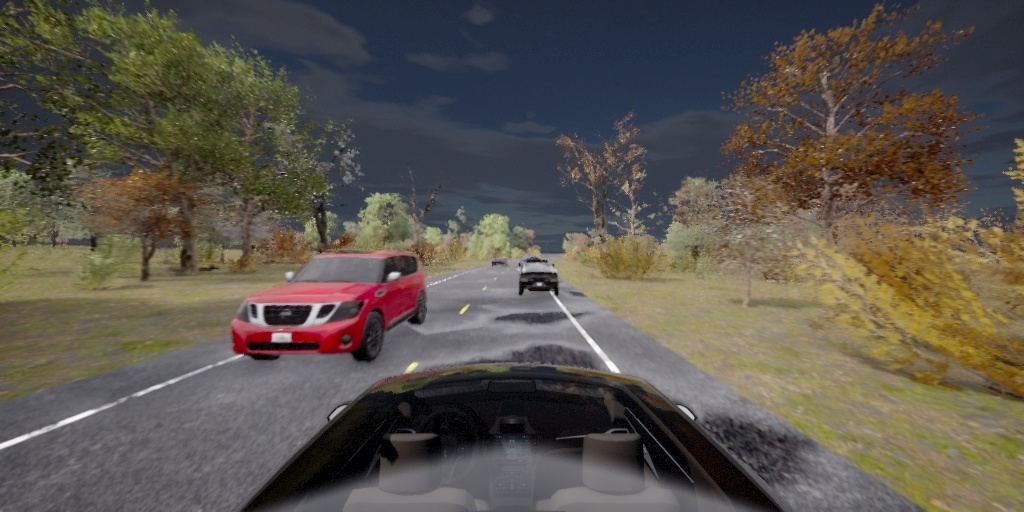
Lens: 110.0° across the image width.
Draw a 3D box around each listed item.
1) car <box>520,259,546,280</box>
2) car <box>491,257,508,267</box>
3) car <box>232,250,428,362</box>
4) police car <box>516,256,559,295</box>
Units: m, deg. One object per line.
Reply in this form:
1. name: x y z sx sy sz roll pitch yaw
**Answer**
1. car: 1.596 0.970 28.038 1.812 1.442 4.674 0 1 2
2. car: -1.716 0.820 49.812 1.895 1.301 4.718 0 0 5
3. car: -3.551 0.881 8.343 2.150 2.045 5.566 0 1 1
4. police car: 1.259 0.981 18.198 1.930 1.638 5.238 0 1 1
